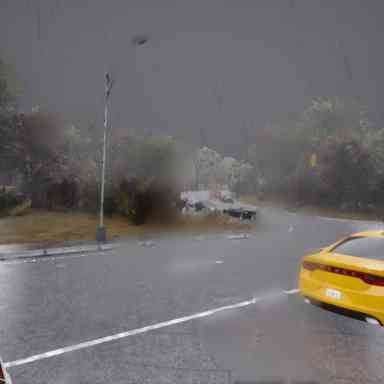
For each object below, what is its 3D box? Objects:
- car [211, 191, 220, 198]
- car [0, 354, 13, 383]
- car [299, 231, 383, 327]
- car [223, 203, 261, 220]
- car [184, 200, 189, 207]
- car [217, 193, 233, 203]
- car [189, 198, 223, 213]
[{"bbox_3d":[5.695,0.738,78.949,2.150,2.045,5.566,2,2,-1],"label":"car"},{"bbox_3d":[-3.262,1.353,1.424,4.553,1.767,2.097,0,0,-35],"label":"car"},{"bbox_3d":[4.329,1.542,6.841,5.008,1.535,1.882,1,-1,-35],"label":"car"},{"bbox_3d":[5.074,2.146,34.280,1.895,1.301,4.718,3,-1,-22],"label":"car"},{"bbox_3d":[-1.081,1.725,52.672,1.994,1.385,4.181,2,1,-14],"label":"car"},{"bbox_3d":[6.938,1.542,67.092,1.837,1.490,4.892,2,3,-8],"label":"car"},{"bbox_3d":[1.740,1.924,43.085,2.128,1.511,4.902,2,0,-19],"label":"car"}]
